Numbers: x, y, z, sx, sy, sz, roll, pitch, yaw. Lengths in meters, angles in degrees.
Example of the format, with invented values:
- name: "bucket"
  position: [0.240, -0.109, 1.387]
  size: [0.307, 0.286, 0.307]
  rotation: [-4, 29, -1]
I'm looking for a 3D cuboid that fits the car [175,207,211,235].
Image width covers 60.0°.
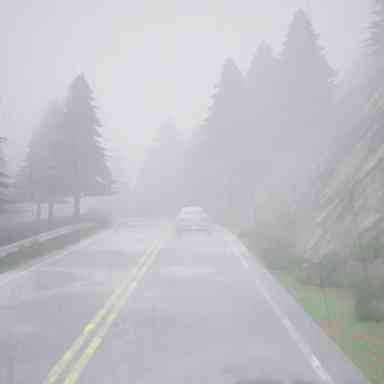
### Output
- name: "car"
  position: [0.014, 1.569, 18.830]
  size: [1.812, 1.442, 4.674]
  rotation: [0, 0, -3]

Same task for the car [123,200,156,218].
- name: "car"
  position: [-6.110, 2.012, 38.288]
  size: [2.150, 2.045, 5.566]
  rotation: [3, -6, -32]

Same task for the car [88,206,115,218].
- name: "car"
  position: [-10.733, 2.389, 38.872]
  size: [1.837, 1.490, 4.892]
  rotation: [5, -8, -38]
